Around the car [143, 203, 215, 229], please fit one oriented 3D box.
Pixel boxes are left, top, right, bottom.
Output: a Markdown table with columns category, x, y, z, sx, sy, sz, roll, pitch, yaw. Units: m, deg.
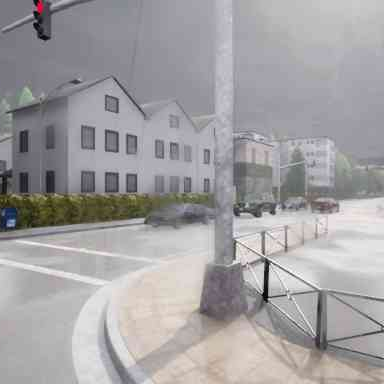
| category | x | y | z | sx | sy | sz | roll | pitch | yaw |
| --- | --- | --- | --- | --- | --- | --- | --- | --- | --- |
| car | -0.511 | 1.360 | 20.206 | 2.033 | 1.411 | 5.357 | 0 | 0 | 35 |

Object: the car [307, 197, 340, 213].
| category | x | y | z | sx | sy | sz | roll | pitch | yaw |
| --- | --- | --- | --- | --- | --- | --- | --- | --- | --- |
| car | 13.516 | 1.289 | 33.608 | 1.882 | 1.535 | 5.008 | 0 | 0 | 35 |

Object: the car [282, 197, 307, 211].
| category | x | y | z | sx | sy | sz | roll | pitch | yaw |
| --- | --- | --- | --- | --- | --- | --- | --- | --- | --- |
| car | 11.519 | 1.304 | 37.102 | 2.128 | 1.511 | 4.902 | 0 | 0 | 36 |

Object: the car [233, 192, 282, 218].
| category | x | y | z | sx | sy | sz | roll | pitch | yaw |
| --- | --- | --- | --- | --- | --- | --- | --- | --- | --- |
| car | 5.479 | 1.035 | 28.657 | 2.150 | 2.045 | 5.566 | 0 | 0 | 35 |
